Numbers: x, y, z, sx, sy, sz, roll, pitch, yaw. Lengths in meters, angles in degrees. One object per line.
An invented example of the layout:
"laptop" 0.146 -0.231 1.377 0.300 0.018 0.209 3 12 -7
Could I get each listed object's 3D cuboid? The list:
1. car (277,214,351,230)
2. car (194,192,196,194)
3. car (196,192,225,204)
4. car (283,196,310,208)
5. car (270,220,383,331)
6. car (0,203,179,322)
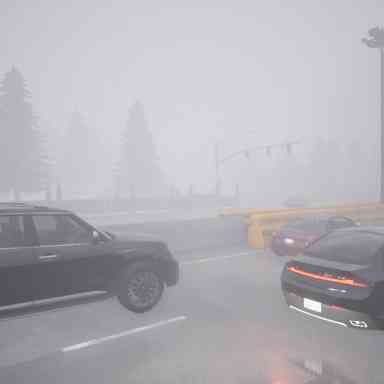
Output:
"car" 4.610 1.441 11.324 4.181 1.385 1.994 -1 1 -35
"car" 1.044 0.836 76.658 2.128 1.511 4.902 -1 1 3
"car" 3.140 1.060 52.340 1.812 1.442 4.674 -1 1 -35
"car" 10.661 1.153 33.650 2.033 1.411 5.357 0 1 28
"car" 3.798 1.435 6.456 4.892 1.490 1.837 -1 1 -35
"car" -2.922 1.217 5.961 5.566 2.045 2.150 0 0 -36
